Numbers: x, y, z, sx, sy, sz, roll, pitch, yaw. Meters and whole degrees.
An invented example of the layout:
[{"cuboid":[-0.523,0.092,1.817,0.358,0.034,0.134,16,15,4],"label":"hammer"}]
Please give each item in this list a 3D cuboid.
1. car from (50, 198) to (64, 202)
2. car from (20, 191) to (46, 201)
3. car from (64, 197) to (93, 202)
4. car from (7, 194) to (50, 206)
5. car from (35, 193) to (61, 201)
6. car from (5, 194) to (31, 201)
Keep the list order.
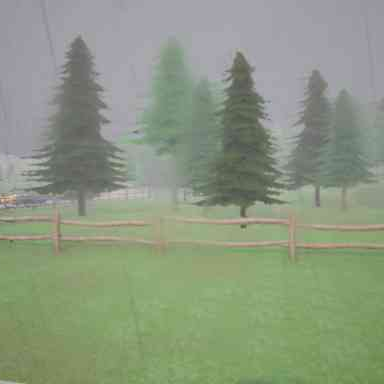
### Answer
[{"cuboid":[-24.362,1.159,63.568,1.895,1.301,4.718,-1,1,14],"label":"car"},{"cuboid":[-31.169,0.812,65.220,2.097,1.767,4.553,-1,1,14],"label":"car"},{"cuboid":[-20.974,0.759,62.706,2.150,2.045,5.566,-1,1,14],"label":"car"},{"cuboid":[-24.244,1.267,49.665,2.033,1.411,5.357,-1,1,15],"label":"car"},{"cuboid":[-27.766,0.946,64.393,2.128,1.511,4.902,-1,1,14],"label":"car"},{"cuboid":[-34.544,1.087,66.138,1.895,1.301,4.718,-1,1,14],"label":"car"}]
